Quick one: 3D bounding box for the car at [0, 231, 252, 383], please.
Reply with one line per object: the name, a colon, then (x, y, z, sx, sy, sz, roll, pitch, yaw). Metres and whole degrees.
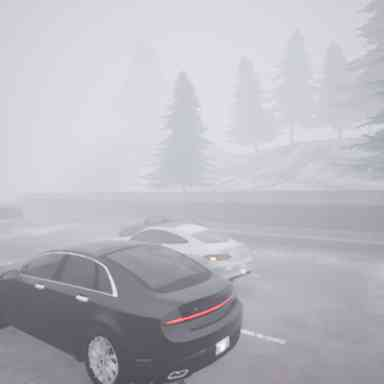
car: (-1.570, 1.537, 5.327, 4.892, 1.490, 1.837, 0, 0, 37)

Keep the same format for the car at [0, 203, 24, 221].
car: (-15.891, 1.654, 28.301, 1.882, 1.535, 5.008, 0, 0, -42)

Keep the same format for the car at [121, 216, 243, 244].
car: (-0.653, 1.576, 9.034, 4.674, 1.442, 1.812, 0, 0, 38)

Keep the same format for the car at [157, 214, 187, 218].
car: (-1.194, 1.641, 13.991, 4.181, 1.385, 1.994, 0, 0, 39)
